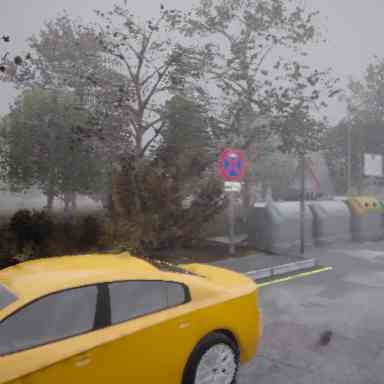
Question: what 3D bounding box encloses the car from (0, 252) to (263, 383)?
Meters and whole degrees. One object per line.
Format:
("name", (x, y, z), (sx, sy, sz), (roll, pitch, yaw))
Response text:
("car", (-1.456, 1.474, 3.428), (5.008, 1.535, 1.882), (0, 0, -36))
